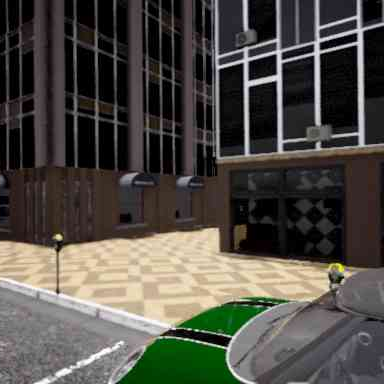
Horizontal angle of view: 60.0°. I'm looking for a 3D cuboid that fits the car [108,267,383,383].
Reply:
[{"bbox_3d":[1.467,1.353,2.192,4.553,1.767,2.097,-1,-1,36],"label":"car"}]
